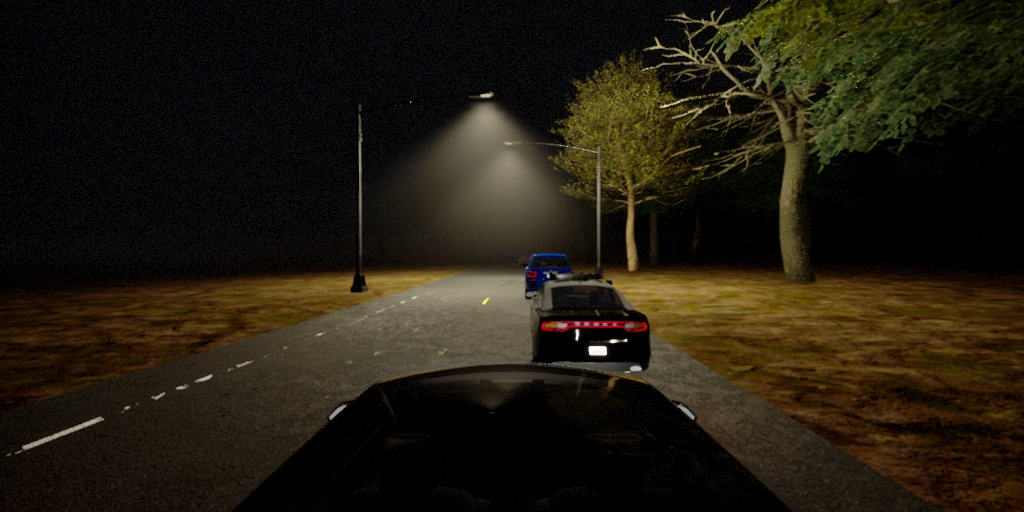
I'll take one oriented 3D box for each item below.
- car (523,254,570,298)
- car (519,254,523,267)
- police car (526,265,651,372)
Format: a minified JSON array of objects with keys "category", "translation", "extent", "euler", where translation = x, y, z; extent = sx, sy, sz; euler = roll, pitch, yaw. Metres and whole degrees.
[{"category":"car","translation":[1.731,0.920,17.699],"extent":[2.150,2.045,5.566],"euler":[0,0,2]},{"category":"car","translation":[1.935,0.780,49.536],"extent":[2.033,1.411,5.357],"euler":[0,2,3]},{"category":"police car","translation":[1.347,1.169,7.791],"extent":[1.930,1.638,5.238],"euler":[0,0,2]}]
